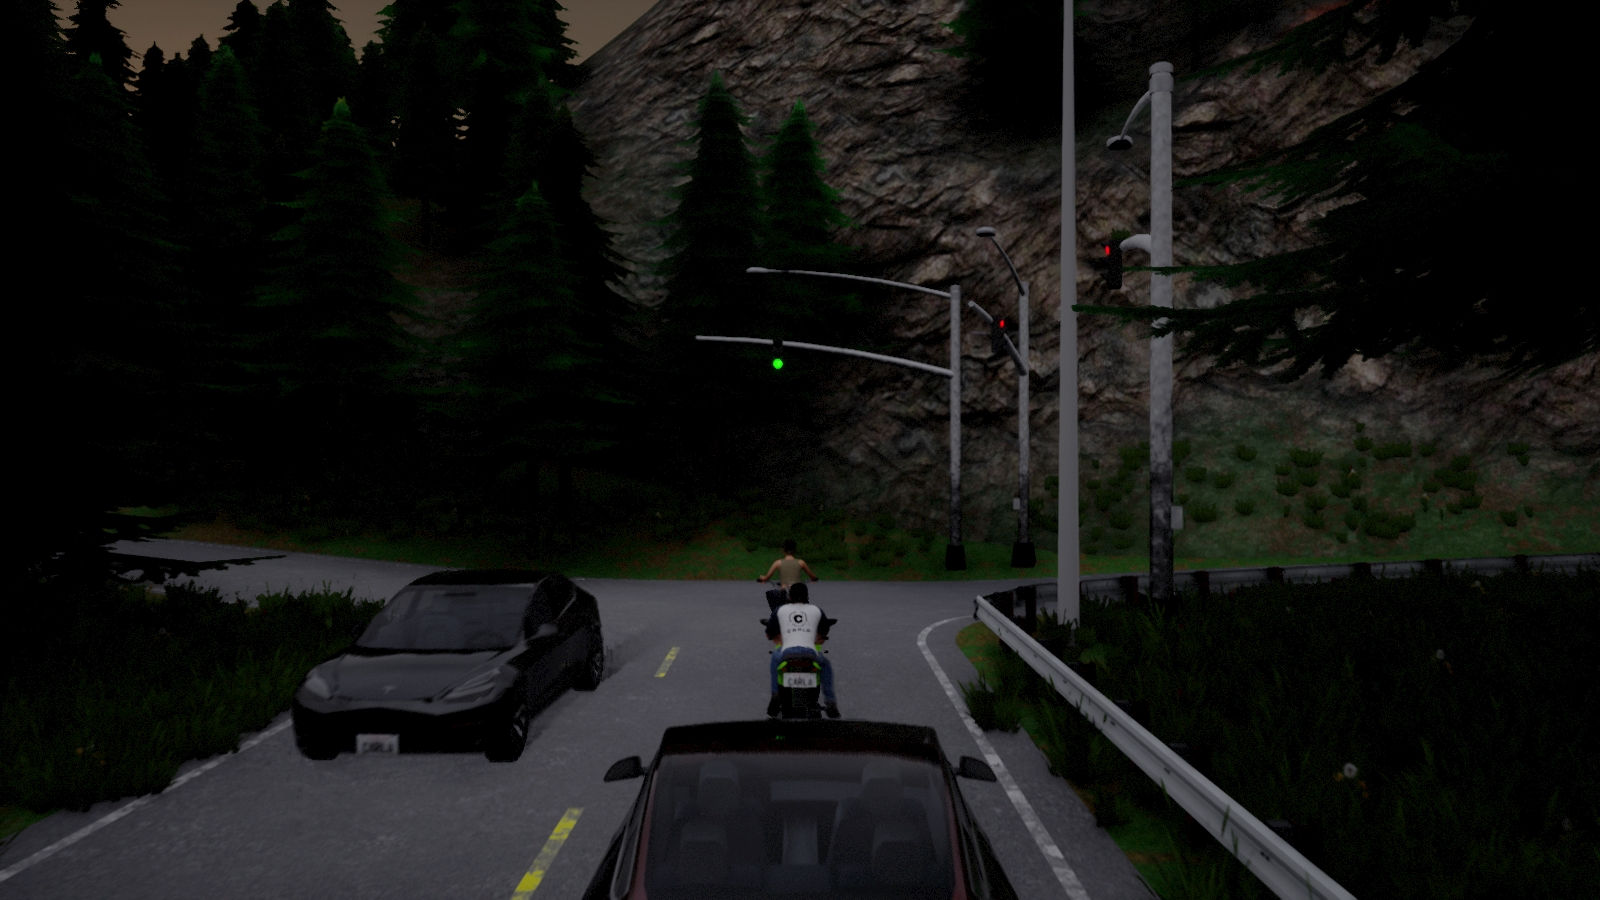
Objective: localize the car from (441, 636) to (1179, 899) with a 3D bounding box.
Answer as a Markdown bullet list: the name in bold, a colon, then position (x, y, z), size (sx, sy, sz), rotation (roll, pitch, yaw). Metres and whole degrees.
- **car**: position (0.030, 2.063, 5.698), size (2.163, 1.488, 4.792), rotation (0, 0, 0)

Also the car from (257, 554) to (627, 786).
- **car**: position (-3.380, 2.063, 11.999), size (2.163, 1.488, 4.792), rotation (0, 0, 3)

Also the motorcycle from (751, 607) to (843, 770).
- **motorcycle**: position (-0.032, 2.212, 10.946), size (0.803, 1.145, 2.033), rotation (0, 0, 0)
